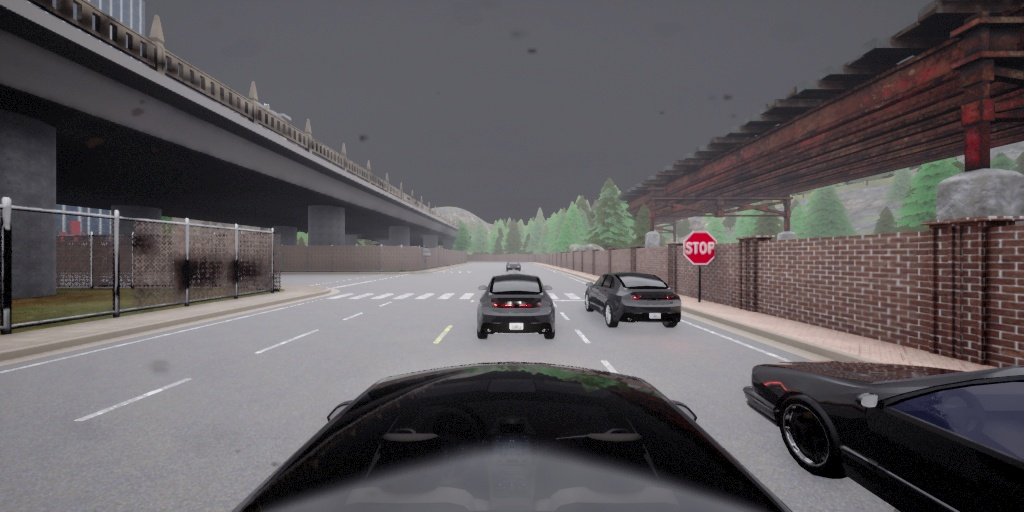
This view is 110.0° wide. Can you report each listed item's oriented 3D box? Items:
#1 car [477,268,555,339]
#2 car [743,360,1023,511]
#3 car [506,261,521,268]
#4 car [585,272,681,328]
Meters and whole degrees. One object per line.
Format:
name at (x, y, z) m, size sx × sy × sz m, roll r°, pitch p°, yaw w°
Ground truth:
car at (0.096, 1.255, 10.061) m, size 1.837 × 1.490 × 4.892 m, roll 0°, pitch 0°, yaw 0°
car at (3.600, 1.297, 1.675) m, size 2.033 × 1.411 × 5.357 m, roll 0°, pitch 0°, yaw 0°
car at (0.173, 1.351, 46.340) m, size 1.895 × 1.301 × 4.718 m, roll 0°, pitch 0°, yaw -1°
car at (3.598, 1.255, 11.421) m, size 1.837 × 1.490 × 4.892 m, roll 0°, pitch 0°, yaw 0°
